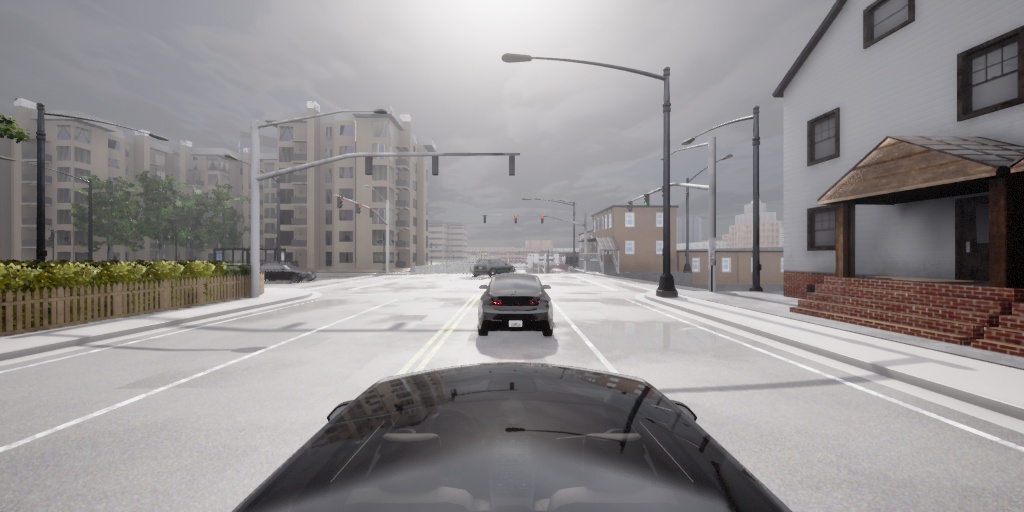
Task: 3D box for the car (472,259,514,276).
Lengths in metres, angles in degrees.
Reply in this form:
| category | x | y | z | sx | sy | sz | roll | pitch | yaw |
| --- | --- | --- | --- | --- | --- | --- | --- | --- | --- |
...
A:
| category | x | y | z | sx | sy | sz | roll | pitch | yaw |
| --- | --- | --- | --- | --- | --- | --- | --- | --- | --- |
| car | -1.630 | 1.043 | 33.334 | 2.097 | 1.767 | 4.553 | -1 | 0 | 34 |

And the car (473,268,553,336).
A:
| category | x | y | z | sx | sy | sz | roll | pitch | yaw |
| --- | --- | --- | --- | --- | --- | --- | --- | --- | --- |
| car | 0.090 | 1.255 | 10.371 | 1.837 | 1.490 | 4.892 | 0 | 0 | 0 |

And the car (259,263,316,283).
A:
| category | x | y | z | sx | sy | sz | roll | pitch | yaw |
| --- | --- | --- | --- | --- | --- | --- | --- | --- | --- |
| car | -17.289 | 1.276 | 27.017 | 4.674 | 1.442 | 1.812 | 0 | 0 | 1 |
